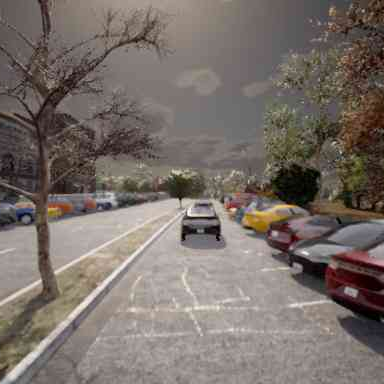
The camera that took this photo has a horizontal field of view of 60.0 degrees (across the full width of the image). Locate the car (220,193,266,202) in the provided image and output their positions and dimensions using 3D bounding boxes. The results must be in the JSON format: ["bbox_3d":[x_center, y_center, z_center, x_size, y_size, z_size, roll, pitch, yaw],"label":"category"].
[{"bbox_3d":[5.773,1.193,29.842,5.566,2.045,2.435,1,0,-17],"label":"car"}]

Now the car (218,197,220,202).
[{"bbox_3d":[6.050,1.427,38.689,5.366,1.575,1.946,1,0,-17],"label":"car"}]

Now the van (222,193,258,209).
[{"bbox_3d":[6.446,1.197,44.653,4.442,1.987,1.878,1,0,-17],"label":"van"}]

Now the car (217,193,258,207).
[{"bbox_3d":[6.910,1.165,50.645,5.566,2.045,2.435,1,0,-17],"label":"car"}]

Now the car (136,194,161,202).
[{"bbox_3d":[-9.994,1.360,76.600,5.366,1.575,1.946,-1,1,-17],"label":"car"}]

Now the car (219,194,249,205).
[{"bbox_3d":[7.179,1.282,56.573,4.553,1.767,2.185,1,0,-17],"label":"car"}]

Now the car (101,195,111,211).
[{"bbox_3d":[-12.062,1.432,37.584,5.008,1.535,2.097,-1,0,-17],"label":"car"}]

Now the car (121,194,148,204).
[{"bbox_3d":[-10.682,1.278,61.595,4.553,1.767,2.185,-1,0,-17],"label":"car"}]

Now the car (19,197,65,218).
[{"bbox_3d":[-12.879,1.445,25.494,5.366,1.575,1.946,-1,0,-17],"label":"car"}]

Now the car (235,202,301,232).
[{"bbox_3d":[5.188,1.460,17.970,5.008,1.535,2.097,1,0,-18],"label":"car"}]

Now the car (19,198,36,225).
[{"bbox_3d":[-12.857,1.448,22.545,5.008,1.535,2.097,-1,0,-18],"label":"car"}]

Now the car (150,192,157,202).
[{"bbox_3d":[-10.360,1.397,67.605,5.008,1.535,2.097,-1,0,-17],"label":"car"}]

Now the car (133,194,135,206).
[{"bbox_3d":[-11.363,1.447,49.597,4.792,1.488,2.163,-1,0,-17],"label":"car"}]

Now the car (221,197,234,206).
[{"bbox_3d":[5.416,1.443,26.804,5.366,1.575,1.946,1,0,-17],"label":"car"}]

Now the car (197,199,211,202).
[{"bbox_3d":[1.231,1.463,33.824,1.837,1.490,4.892,0,0,3],"label":"car"}]

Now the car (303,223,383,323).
[{"bbox_3d":[4.876,1.477,6.124,5.008,1.535,2.097,1,0,-19],"label":"car"}]

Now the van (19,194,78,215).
[{"bbox_3d":[-12.442,1.215,28.602,4.442,1.987,1.878,-1,0,-17],"label":"van"}]

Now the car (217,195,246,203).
[{"bbox_3d":[7.933,1.394,66.382,5.366,1.575,1.946,1,0,-17],"label":"car"}]

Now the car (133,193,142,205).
[{"bbox_3d":[-11.202,1.163,52.600,5.566,2.045,2.435,-1,0,-17],"label":"car"}]

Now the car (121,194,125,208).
[{"bbox_3d":[-11.728,1.425,43.585,5.008,1.535,2.097,-1,0,-17],"label":"car"}]

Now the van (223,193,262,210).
[{"bbox_3d":[6.284,1.201,41.679,4.442,1.987,1.878,1,0,-17],"label":"van"}]

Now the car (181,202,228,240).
[{"bbox_3d":[0.454,1.471,16.866,2.128,1.511,4.902,0,0,2],"label":"car"}]

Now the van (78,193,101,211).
[{"bbox_3d":[-12.118,1.208,34.618,4.442,1.987,1.878,-1,0,-17],"label":"van"}]

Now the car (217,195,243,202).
[{"bbox_3d":[7.942,1.392,69.711,4.892,1.521,2.231,1,0,-17],"label":"car"}]

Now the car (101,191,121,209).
[{"bbox_3d":[-11.920,1.178,40.571,5.566,2.045,2.435,-1,0,-17],"label":"car"}]

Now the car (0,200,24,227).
[{"bbox_3d":[-12.967,1.452,19.528,4.892,1.521,2.231,-1,0,-18],"label":"car"}]

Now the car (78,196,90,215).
[{"bbox_3d":[-12.417,1.469,31.561,4.792,1.488,2.163,-1,0,-17],"label":"car"}]

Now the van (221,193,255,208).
[{"bbox_3d":[6.607,1.193,47.626,4.442,1.987,1.878,1,0,-17],"label":"van"}]

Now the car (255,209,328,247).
[{"bbox_3d":[5.036,1.499,12.060,4.792,1.488,2.163,1,0,-18],"label":"car"}]

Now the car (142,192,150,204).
[{"bbox_3d":[-10.864,1.156,58.604,5.566,2.045,2.435,-1,0,-17],"label":"car"}]

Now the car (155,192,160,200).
[{"bbox_3d":[-10.024,1.128,73.622,5.566,2.045,2.435,-1,0,-17],"label":"car"}]

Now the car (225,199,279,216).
[{"bbox_3d":[5.877,1.469,32.790,4.792,1.488,2.163,1,0,-17],"label":"car"}]

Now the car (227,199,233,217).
[{"bbox_3d":[5.442,1.453,23.898,4.892,1.521,2.231,1,0,-17],"label":"car"}]

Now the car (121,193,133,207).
[{"bbox_3d":[-11.586,1.171,46.571,5.566,2.045,2.435,-1,0,-17],"label":"car"}]

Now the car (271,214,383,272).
[{"bbox_3d":[4.906,1.503,9.069,4.792,1.488,2.163,1,0,-19],"label":"car"}]

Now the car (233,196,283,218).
[{"bbox_3d":[5.288,1.330,20.924,4.553,1.767,2.185,1,0,-17],"label":"car"}]
